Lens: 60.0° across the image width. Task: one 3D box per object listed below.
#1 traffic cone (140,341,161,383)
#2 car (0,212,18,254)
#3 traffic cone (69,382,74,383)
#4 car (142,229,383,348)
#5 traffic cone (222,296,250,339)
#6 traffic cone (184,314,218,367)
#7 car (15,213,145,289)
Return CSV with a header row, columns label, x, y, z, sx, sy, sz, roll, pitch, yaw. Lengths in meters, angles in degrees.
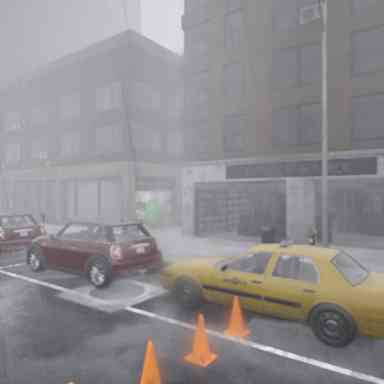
label,x,y,z,sx,sy,sz,roll,pitch,yaw
traffic cone,-0.464,1.959,3.699,0.340,0.580,0.340,0,0,36
car,-7.315,1.458,12.513,4.097,1.590,1.967,0,0,36
traffic cone,-1.049,1.959,2.888,0.340,0.580,0.340,0,0,36
car,1.503,1.530,6.144,4.829,1.417,1.752,0,0,36
traffic cone,0.707,1.960,5.320,0.340,0.580,0.340,0,0,36
traffic cone,0.122,1.960,4.510,0.340,0.580,0.340,0,0,36
car,-2.837,1.451,9.279,4.097,1.590,1.967,0,0,36
